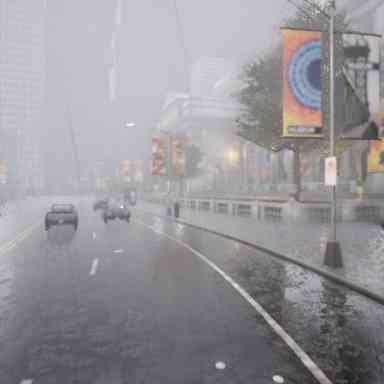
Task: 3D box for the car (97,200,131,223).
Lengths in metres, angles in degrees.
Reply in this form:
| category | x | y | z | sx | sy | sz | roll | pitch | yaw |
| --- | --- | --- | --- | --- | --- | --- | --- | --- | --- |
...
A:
| category | x | y | z | sx | sy | sz | roll | pitch | yaw |
| --- | --- | --- | --- | --- | --- | --- | --- | --- | --- |
| car | -5.966 | 1.578 | 25.603 | 1.895 | 1.301 | 4.718 | 0 | 0 | -19 |

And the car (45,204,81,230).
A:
| category | x | y | z | sx | sy | sz | roll | pitch | yaw |
| --- | --- | --- | --- | --- | --- | --- | --- | --- | --- |
| car | -8.263 | 1.489 | 21.378 | 2.128 | 1.511 | 4.902 | 0 | 0 | -18 |

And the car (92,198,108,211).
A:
| category | x | y | z | sx | sy | sz | roll | pitch | yaw |
| --- | --- | --- | --- | --- | --- | --- | --- | --- | --- |
| car | -10.896 | 1.478 | 40.106 | 1.837 | 1.490 | 4.892 | 0 | 1 | -19 |
